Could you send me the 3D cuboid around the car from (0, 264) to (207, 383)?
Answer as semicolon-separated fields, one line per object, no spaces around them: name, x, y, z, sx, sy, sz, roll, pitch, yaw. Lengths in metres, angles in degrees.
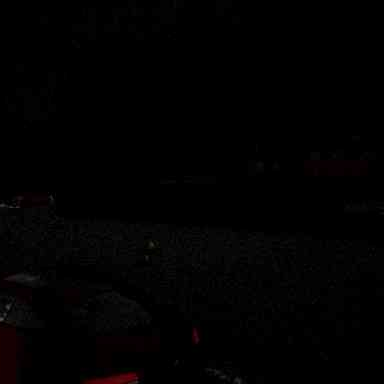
car;-1.791;1.581;4.077;4.206;1.307;1.802;0;1;36

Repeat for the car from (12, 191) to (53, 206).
car;-19.795;0.763;41.361;2.097;1.767;4.553;1;2;35
